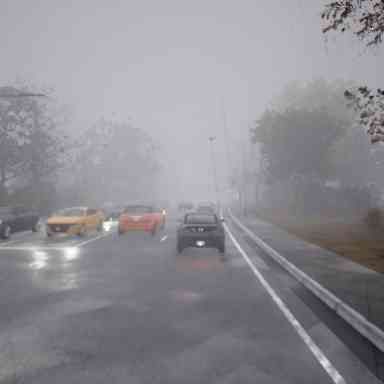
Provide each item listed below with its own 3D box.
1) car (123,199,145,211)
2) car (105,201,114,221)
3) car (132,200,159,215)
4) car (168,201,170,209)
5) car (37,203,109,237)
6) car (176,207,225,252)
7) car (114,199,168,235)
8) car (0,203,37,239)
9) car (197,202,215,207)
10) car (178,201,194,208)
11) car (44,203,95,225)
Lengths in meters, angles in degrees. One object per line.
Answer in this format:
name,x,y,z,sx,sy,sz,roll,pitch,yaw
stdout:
car,-8.160,1.838,47.284,1.837,1.490,4.892,0,0,5
car,-6.131,1.769,29.202,1.994,1.385,4.181,0,0,4
car,-5.390,1.768,39.160,2.128,1.511,4.902,0,0,5
car,-4.437,1.841,49.387,2.128,1.511,4.902,0,0,6
car,-6.641,1.612,19.280,1.882,1.535,5.008,0,0,3
car,0.380,1.609,14.417,1.837,1.490,4.892,0,0,2
car,-2.882,1.493,19.865,2.097,1.767,4.553,0,0,2
car,-10.185,1.477,18.112,2.097,1.767,4.553,0,0,2
car,1.491,1.780,35.571,1.812,1.442,4.674,0,0,4
car,-0.818,1.950,49.073,1.895,1.301,4.718,0,0,6
car,-9.760,1.680,27.090,2.128,1.511,4.902,0,0,3
